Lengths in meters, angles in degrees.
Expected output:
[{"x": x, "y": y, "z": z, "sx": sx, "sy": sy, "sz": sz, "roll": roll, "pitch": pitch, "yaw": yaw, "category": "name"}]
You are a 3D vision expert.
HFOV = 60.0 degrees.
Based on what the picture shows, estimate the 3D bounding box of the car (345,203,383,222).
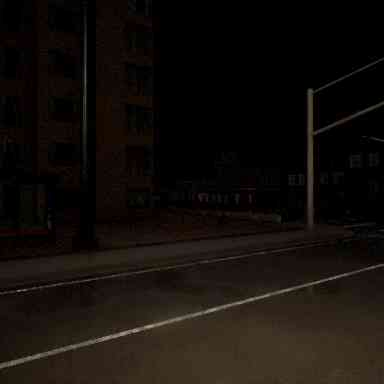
[{"x": 14.180, "y": 1.541, "z": 24.535, "sx": 2.033, "sy": 1.411, "sz": 5.357, "roll": 0, "pitch": -1, "yaw": -33, "category": "car"}]
